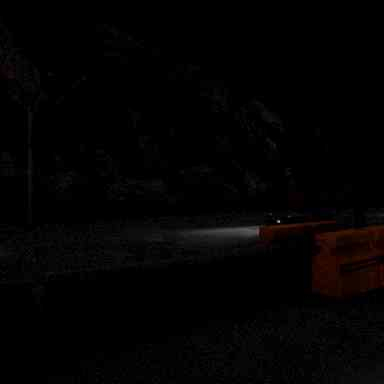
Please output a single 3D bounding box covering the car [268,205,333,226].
[{"bbox_3d":[7.216,1.544,22.029,4.718,1.301,1.895,0,0,-35],"label":"car"}]
